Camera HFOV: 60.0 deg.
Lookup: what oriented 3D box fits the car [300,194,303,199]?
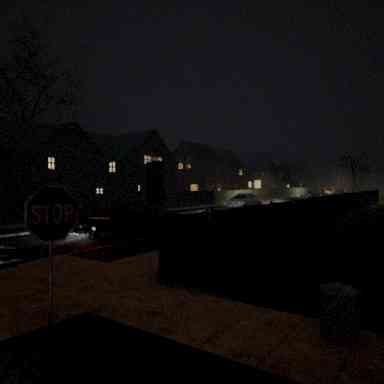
[{"bbox_3d":[16.355,0.483,45.338,1.895,1.301,4.718,0,1,37],"label":"car"}]

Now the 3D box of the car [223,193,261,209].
[{"bbox_3d":[4.579,0.862,29.814,1.812,1.442,4.674,0,1,37],"label":"car"}]

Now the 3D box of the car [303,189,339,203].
[{"bbox_3d":[15.346,0.478,39.354,2.128,1.511,4.902,0,1,38],"label":"car"}]

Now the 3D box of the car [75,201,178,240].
[{"bbox_3d":[-2.567,1.225,15.557,2.128,1.511,4.902,0,1,37],"label":"car"}]

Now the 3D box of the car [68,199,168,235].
[{"bbox_3d":[-3.905,1.248,18.521,2.033,1.411,5.357,0,1,37],"label":"car"}]

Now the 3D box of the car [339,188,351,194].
[{"bbox_3d":[21.576,0.253,47.711,1.837,1.490,4.892,0,1,37],"label":"car"}]
